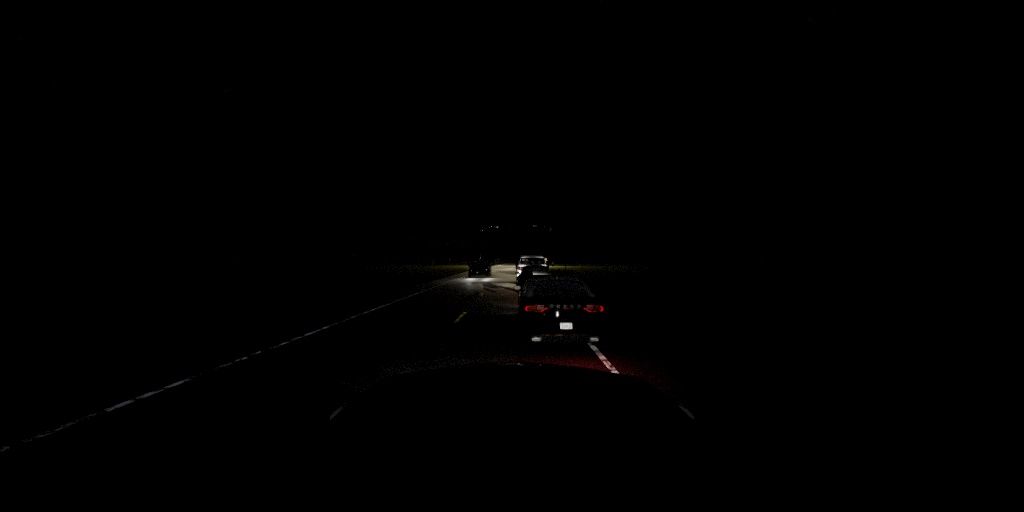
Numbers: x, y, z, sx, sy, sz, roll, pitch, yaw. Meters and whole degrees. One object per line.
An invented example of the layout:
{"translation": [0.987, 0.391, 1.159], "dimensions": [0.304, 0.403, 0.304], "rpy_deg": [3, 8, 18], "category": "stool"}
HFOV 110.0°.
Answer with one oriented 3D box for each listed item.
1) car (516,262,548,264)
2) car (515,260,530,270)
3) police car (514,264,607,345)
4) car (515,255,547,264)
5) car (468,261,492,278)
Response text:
{"translation": [1.247, 1.253, 19.511], "dimensions": [1.837, 1.490, 4.892], "rpy_deg": [0, 0, 1], "category": "car"}
{"translation": [1.550, 1.281, 52.783], "dimensions": [1.994, 1.385, 4.181], "rpy_deg": [0, 0, 4], "category": "car"}
{"translation": [1.095, 1.175, 9.651], "dimensions": [1.930, 1.638, 5.238], "rpy_deg": [0, 0, 1], "category": "police car"}
{"translation": [1.391, 0.968, 25.521], "dimensions": [2.150, 2.045, 5.566], "rpy_deg": [0, 0, 2], "category": "car"}
{"translation": [-2.974, 1.243, 34.066], "dimensions": [1.837, 1.490, 4.892], "rpy_deg": [0, 0, 2], "category": "car"}
